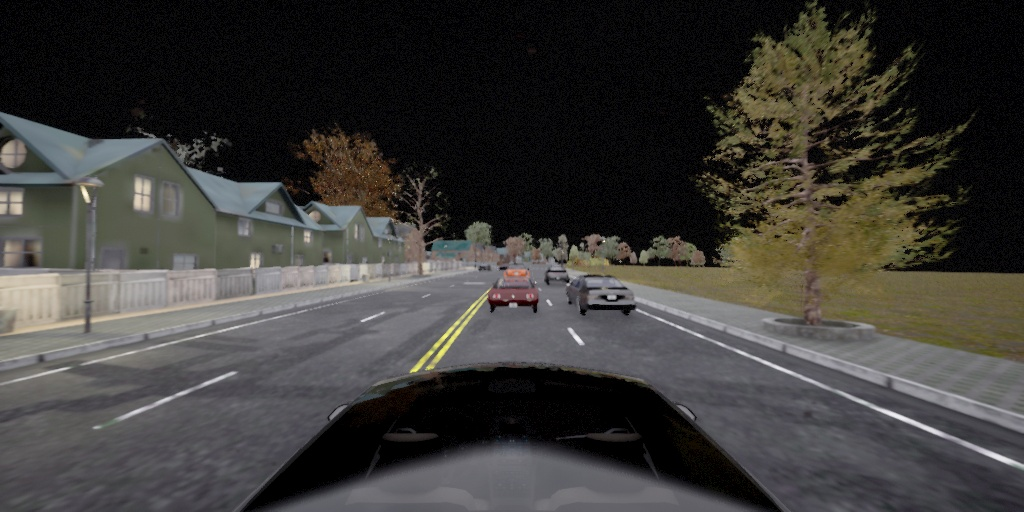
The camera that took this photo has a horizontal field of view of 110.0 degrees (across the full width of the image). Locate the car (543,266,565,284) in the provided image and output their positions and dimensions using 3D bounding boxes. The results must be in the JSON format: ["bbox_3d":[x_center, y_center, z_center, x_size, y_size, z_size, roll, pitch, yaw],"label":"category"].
[{"bbox_3d":[3.682,1.558,30.192,2.128,1.511,4.902,0,-1,2],"label":"car"}]

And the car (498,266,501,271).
[{"bbox_3d":[-1.292,2.065,63.117,1.895,1.301,4.718,0,-1,4],"label":"car"}]

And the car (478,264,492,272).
[{"bbox_3d":[-4.640,2.001,61.887,2.033,1.411,5.357,0,-1,4],"label":"car"}]

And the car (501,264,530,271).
[{"bbox_3d":[0.432,1.419,30.232,2.097,1.767,4.553,0,-1,2],"label":"car"}]

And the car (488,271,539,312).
[{"bbox_3d":[0.095,1.497,15.072,1.895,1.301,4.718,0,-1,1],"label":"car"}]

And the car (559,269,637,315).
[{"bbox_3d":[3.327,1.434,14.323,2.033,1.411,5.357,0,-1,1],"label":"car"}]
